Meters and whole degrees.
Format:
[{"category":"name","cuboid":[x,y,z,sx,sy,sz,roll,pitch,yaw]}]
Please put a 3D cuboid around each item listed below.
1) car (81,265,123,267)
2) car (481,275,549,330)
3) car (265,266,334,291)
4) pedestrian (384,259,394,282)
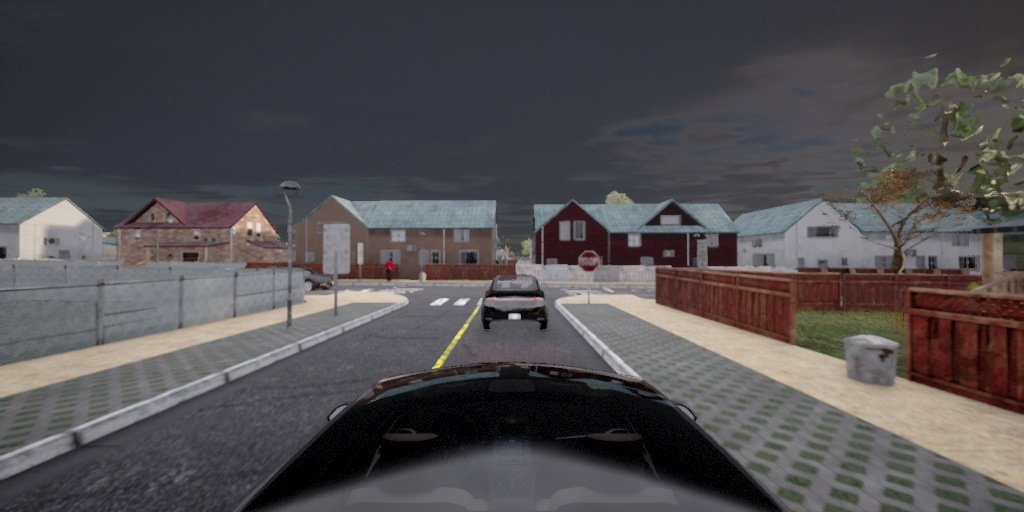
[{"category":"car","cuboid":[-24.858,1.270,21.918,5.357,1.411,2.033,1,-1,1]},{"category":"car","cuboid":[0.122,1.343,11.518,2.128,1.511,4.902,0,-1,1]},{"category":"car","cuboid":[-13.135,1.345,21.622,4.892,1.490,1.837,1,-1,3]},{"category":"pedestrian","cuboid":[-9.397,1.071,27.462,0.375,1.860,0.375,0,-1,1]}]
